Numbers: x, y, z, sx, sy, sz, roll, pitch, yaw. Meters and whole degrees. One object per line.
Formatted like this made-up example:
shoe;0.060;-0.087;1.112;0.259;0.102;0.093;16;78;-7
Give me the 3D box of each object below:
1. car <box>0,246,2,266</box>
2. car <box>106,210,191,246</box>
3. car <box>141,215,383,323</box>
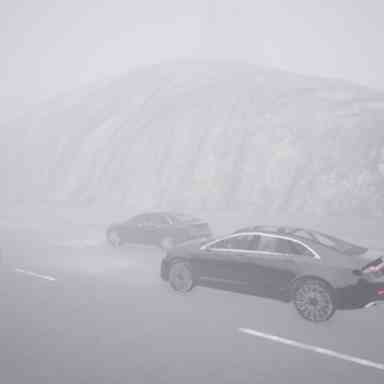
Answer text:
car;-7.045;1.494;9.018;4.902;1.511;2.128;0;0;36
car;-1.479;1.507;13.645;4.892;1.490;1.837;0;0;36
car;1.470;1.492;7.237;4.902;1.511;2.128;0;0;36
